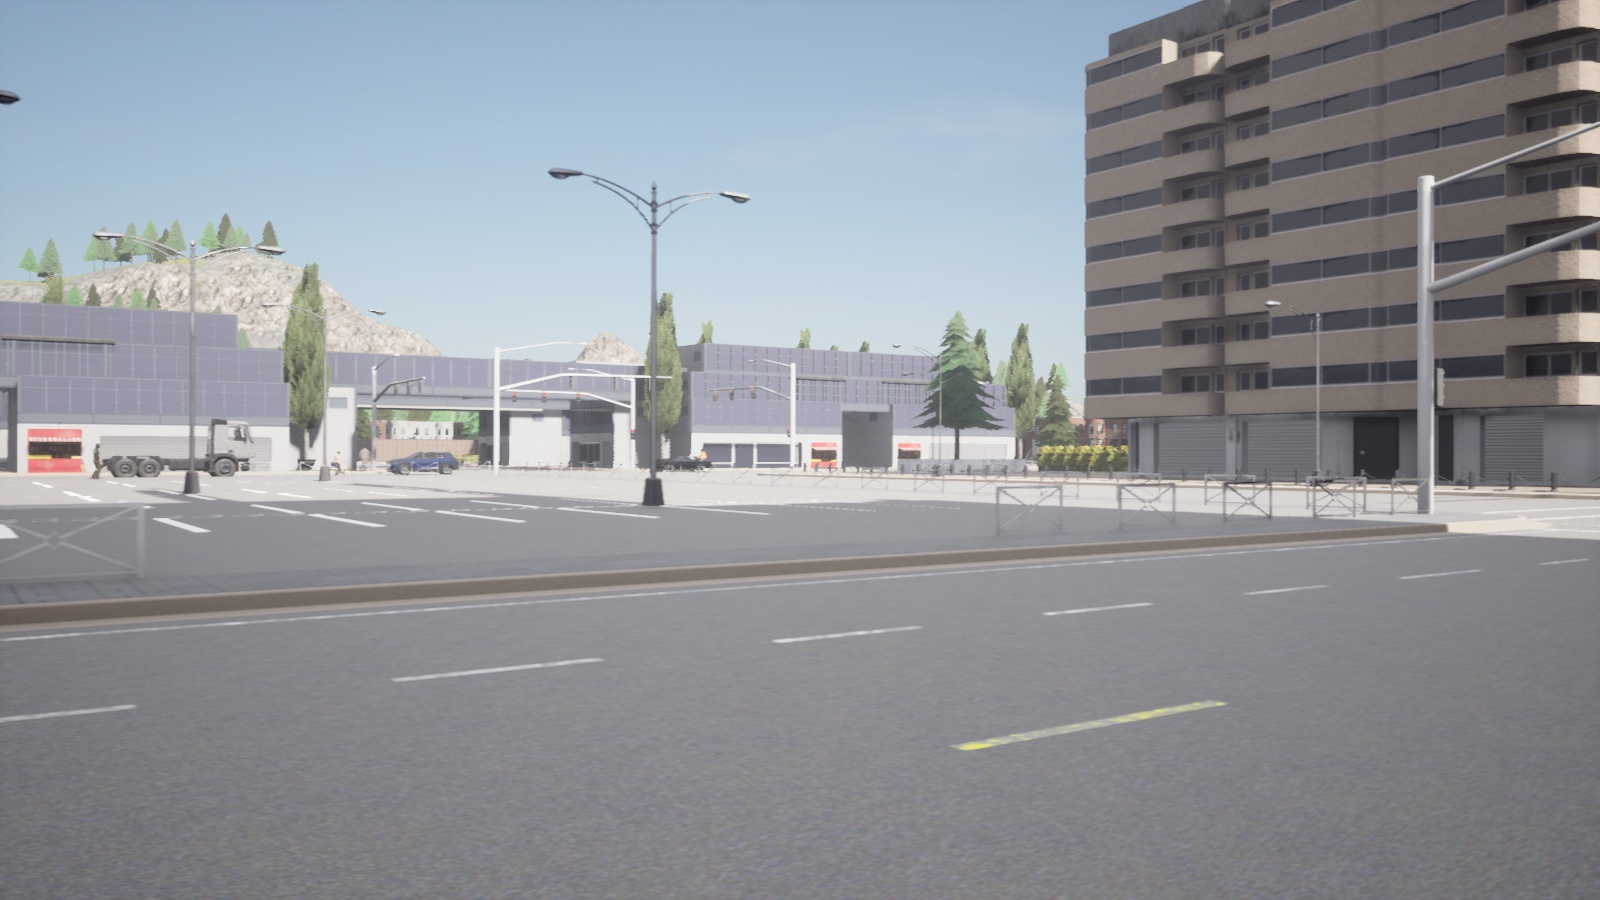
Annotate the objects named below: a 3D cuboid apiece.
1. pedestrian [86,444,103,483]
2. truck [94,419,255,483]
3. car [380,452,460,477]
[{"bbox_3d":[-35.435,0.687,63.070,0.692,1.930,0.395,0,0,-24],"label":"pedestrian"},{"bbox_3d":[-35.447,0.068,71.298,7.936,3.462,2.891,0,0,-33],"label":"truck"},{"bbox_3d":[-26.014,0.996,85.984,4.856,1.649,2.033,0,0,-35],"label":"car"}]
